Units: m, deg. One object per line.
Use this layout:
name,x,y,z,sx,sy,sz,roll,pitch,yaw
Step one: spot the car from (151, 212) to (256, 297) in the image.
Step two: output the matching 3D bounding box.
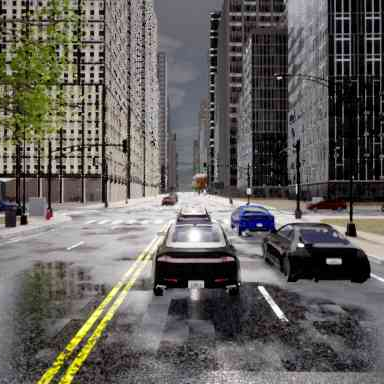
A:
car,0.090,1.493,8.583,2.128,1.511,4.902,0,0,0

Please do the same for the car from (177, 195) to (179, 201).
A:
car,-4.087,1.519,64.570,2.033,1.411,5.357,0,0,-1

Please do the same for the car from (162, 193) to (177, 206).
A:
car,-3.945,1.458,54.751,1.882,1.535,5.008,0,0,-1

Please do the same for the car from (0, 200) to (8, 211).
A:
car,-21.145,1.123,31.639,5.566,2.045,2.150,0,-1,2

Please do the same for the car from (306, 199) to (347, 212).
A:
car,16.133,1.619,40.022,4.674,1.442,1.812,0,-1,1

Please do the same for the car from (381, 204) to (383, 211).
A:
car,21.471,1.529,33.185,4.674,1.442,1.812,0,-1,2

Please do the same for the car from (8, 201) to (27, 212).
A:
car,-20.266,1.497,34.896,5.357,1.411,2.033,0,-1,4

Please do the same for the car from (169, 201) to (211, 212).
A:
car,0.080,1.493,18.376,2.128,1.511,4.902,0,0,0

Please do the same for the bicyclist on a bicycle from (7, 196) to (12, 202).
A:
bicyclist on a bicycle,-25.207,1.398,45.869,0.582,1.620,1.656,0,-1,2

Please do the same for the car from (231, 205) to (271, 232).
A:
car,3.330,1.479,18.935,1.882,1.535,5.008,0,0,0

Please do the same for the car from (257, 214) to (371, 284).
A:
car,3.326,1.565,9.668,1.994,1.385,4.181,0,0,2
